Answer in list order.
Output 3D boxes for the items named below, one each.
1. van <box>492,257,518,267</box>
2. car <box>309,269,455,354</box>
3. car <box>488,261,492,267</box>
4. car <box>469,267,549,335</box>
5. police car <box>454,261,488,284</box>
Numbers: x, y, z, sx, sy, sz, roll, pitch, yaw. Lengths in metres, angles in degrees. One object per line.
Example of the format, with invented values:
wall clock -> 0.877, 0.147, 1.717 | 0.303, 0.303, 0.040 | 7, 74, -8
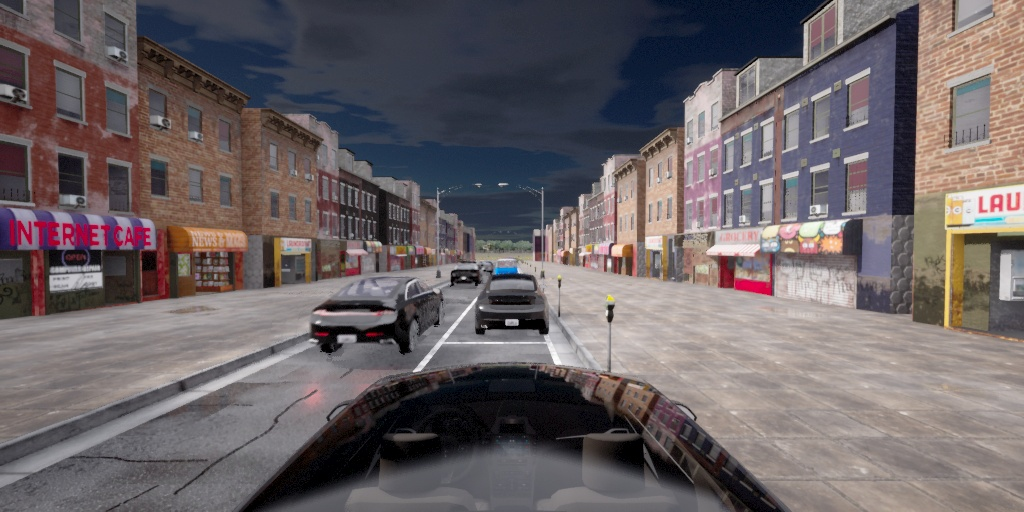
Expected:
van -> -0.382, 1.081, 27.392 | 1.690, 1.789, 3.998 | 0, 0, 0
car -> -2.923, 1.240, 8.773 | 2.128, 1.511, 4.902 | 0, 0, 0
car -> -2.919, 1.284, 39.887 | 2.033, 1.411, 5.357 | 0, 0, 0
car -> 0.000, 1.250, 10.502 | 1.837, 1.490, 4.892 | 0, 0, 0
police car -> -3.019, 1.166, 24.967 | 1.930, 1.638, 5.238 | 0, 0, 0
